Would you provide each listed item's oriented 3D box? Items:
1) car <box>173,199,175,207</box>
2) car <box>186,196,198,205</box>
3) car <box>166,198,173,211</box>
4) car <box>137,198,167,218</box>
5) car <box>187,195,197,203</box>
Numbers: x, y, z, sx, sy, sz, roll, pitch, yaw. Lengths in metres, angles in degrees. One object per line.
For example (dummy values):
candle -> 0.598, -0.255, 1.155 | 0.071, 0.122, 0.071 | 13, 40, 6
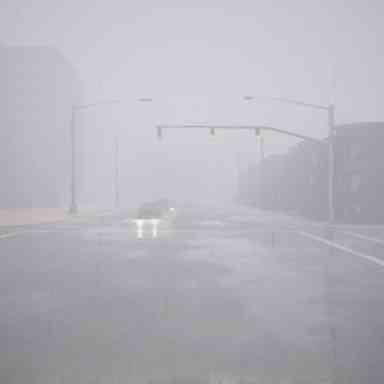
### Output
car -> -3.560, 1.562, 49.439 | 1.895, 1.301, 4.718 | 0, 0, 0
car -> 0.014, 1.479, 59.023 | 1.812, 1.442, 4.674 | 0, 0, 0
car -> -3.590, 1.474, 39.304 | 1.837, 1.490, 4.892 | 0, 0, 0
car -> -3.595, 1.540, 29.371 | 1.994, 1.385, 4.181 | 0, 0, 0
car -> 0.008, 1.468, 69.205 | 2.128, 1.511, 4.902 | 0, 0, 0
